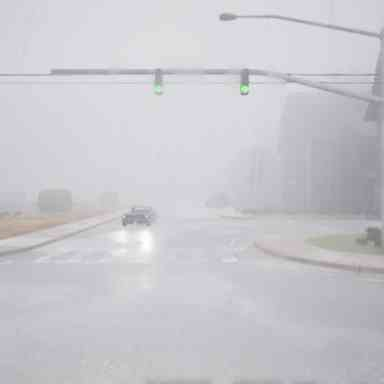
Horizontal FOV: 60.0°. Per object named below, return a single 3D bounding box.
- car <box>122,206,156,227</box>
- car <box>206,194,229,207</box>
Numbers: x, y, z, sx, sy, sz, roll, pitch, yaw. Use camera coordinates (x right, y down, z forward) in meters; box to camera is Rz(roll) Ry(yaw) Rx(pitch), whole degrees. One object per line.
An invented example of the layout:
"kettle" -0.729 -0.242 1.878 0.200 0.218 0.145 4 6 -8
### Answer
"car" -3.685 1.680 23.693 1.895 1.301 4.718 0 0 0
"car" 3.932 1.340 52.314 1.905 1.878 3.866 -8 3 -43
